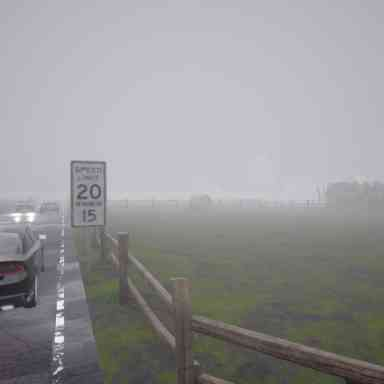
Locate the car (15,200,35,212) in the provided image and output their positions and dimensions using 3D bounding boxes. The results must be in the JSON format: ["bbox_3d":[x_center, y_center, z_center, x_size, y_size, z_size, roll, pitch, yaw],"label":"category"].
[{"bbox_3d":[-19.627,1.623,39.366,1.895,1.301,4.718,0,0,-21],"label":"car"}]

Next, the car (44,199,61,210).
[{"bbox_3d":[-18.948,1.604,45.269,1.895,1.301,4.718,0,0,-21],"label":"car"}]

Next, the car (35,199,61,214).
[{"bbox_3d":[-15.153,1.495,35.531,2.128,1.511,4.902,0,0,-21],"label":"car"}]

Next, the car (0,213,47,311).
[{"bbox_3d":[-4.444,1.481,7.521,1.882,1.535,5.008,0,0,-21],"label":"car"}]
